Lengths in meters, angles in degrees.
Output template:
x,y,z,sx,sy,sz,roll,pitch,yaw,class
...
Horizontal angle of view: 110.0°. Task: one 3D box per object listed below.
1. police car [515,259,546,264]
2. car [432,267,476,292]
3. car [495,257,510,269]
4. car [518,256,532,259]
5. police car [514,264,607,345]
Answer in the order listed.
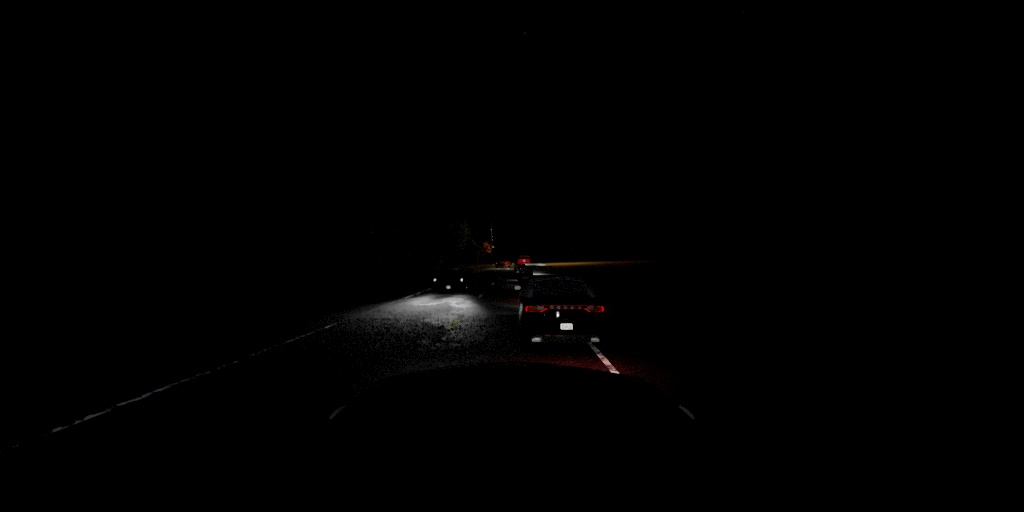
x,y,z,sx,sy,sz,roll,pitch,yaw,class
1.268,1.175,19.566,1.930,1.638,5.238,0,0,1,police car
-3.328,1.351,21.209,1.895,1.301,4.718,0,0,1,car
-1.502,1.088,57.734,2.097,1.767,4.553,0,0,4,car
2.087,0.955,59.913,2.150,2.045,5.566,0,0,4,car
1.098,1.175,9.601,1.930,1.638,5.238,0,0,1,police car
